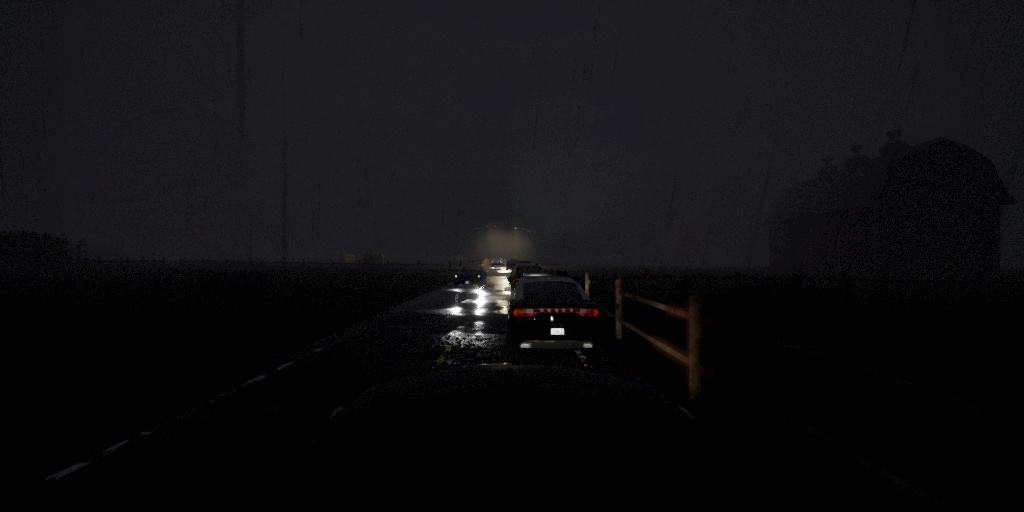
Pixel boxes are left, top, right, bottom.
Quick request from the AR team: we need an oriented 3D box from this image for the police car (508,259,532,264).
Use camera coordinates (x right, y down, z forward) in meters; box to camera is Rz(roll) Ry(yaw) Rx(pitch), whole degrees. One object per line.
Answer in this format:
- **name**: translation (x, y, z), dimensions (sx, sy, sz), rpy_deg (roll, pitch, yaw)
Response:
- **police car**: translation (0.878, 1.172, 25.140), dimensions (1.930, 1.638, 5.238), rpy_deg (0, 0, 0)

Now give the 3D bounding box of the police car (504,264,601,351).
- **police car**: translation (0.838, 1.174, 9.140), dimensions (1.930, 1.638, 5.238), rpy_deg (0, 0, 0)

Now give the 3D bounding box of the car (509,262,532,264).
- **car**: translation (0.862, 1.252, 19.030), dimensions (1.837, 1.490, 4.892), rpy_deg (0, 0, 0)

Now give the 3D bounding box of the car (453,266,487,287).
- **car**: translation (-2.798, 1.348, 24.697), dimensions (1.895, 1.301, 4.718), rpy_deg (0, 0, 0)

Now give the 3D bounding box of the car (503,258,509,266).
- **car**: translation (0.171, 1.218, 49.512), dimensions (1.882, 1.535, 5.008), rpy_deg (0, 0, 0)
